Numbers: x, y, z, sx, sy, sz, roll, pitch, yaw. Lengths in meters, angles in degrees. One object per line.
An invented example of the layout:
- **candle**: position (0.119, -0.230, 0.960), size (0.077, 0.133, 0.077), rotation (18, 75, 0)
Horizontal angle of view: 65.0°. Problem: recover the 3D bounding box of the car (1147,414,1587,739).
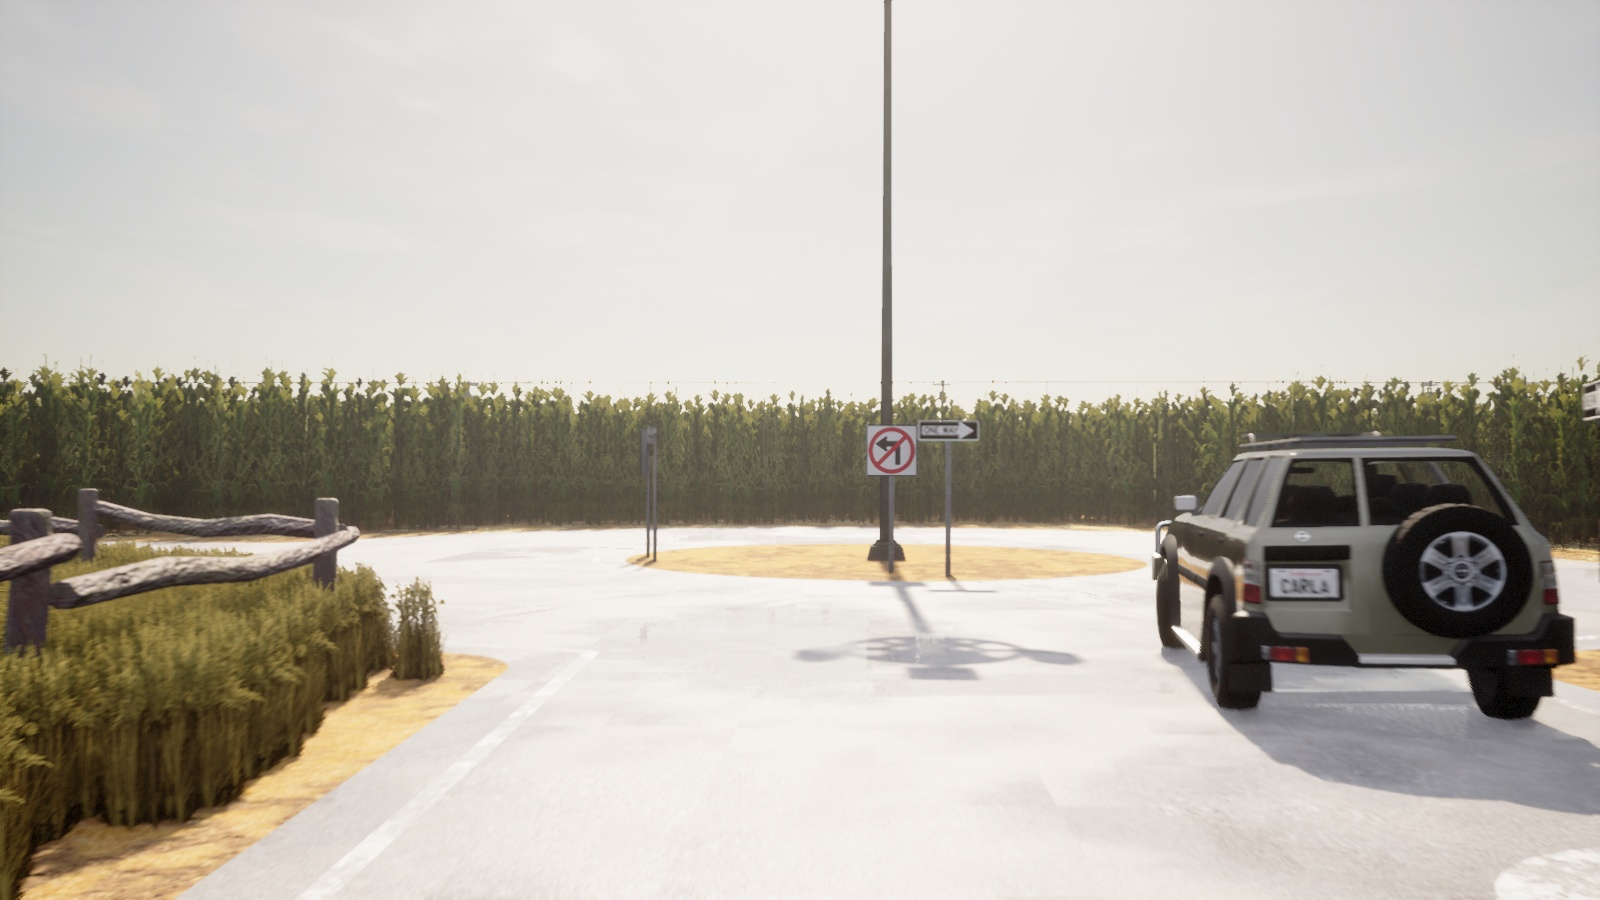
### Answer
- **car**: position (3.908, 0.777, 9.604), size (1.932, 1.855, 4.605), rotation (-1, -1, 10)
